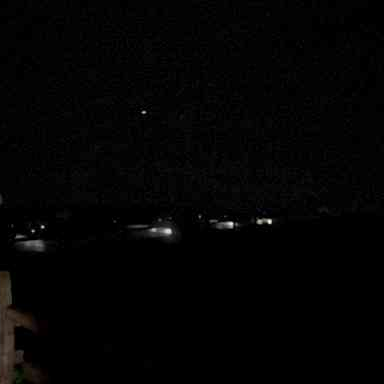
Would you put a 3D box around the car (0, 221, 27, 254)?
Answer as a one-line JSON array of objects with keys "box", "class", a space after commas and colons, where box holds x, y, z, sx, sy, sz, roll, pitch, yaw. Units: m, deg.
[{"box": [-8.794, 1.402, 11.949, 2.150, 2.045, 5.566, 3, -2, 7], "class": "car"}]

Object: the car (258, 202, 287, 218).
[{"box": [11.198, 2.436, 45.686, 2.150, 2.045, 5.566, 4, 1, 38], "class": "car"}]

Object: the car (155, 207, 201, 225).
[{"box": [-1.137, 2.097, 28.587, 1.837, 1.490, 4.892, 4, 0, 36], "class": "car"}]

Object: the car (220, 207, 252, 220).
[{"box": [4.954, 2.415, 37.053, 1.837, 1.490, 4.892, 4, 0, 37], "class": "car"}]

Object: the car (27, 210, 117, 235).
[{"box": [-7.089, 1.821, 20.287, 2.033, 1.411, 5.357, 4, 0, 36], "class": "car"}]

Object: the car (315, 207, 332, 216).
[{"box": [22.106, 3.272, 55.948, 1.812, 1.442, 4.674, 4, 1, 36], "class": "car"}]
